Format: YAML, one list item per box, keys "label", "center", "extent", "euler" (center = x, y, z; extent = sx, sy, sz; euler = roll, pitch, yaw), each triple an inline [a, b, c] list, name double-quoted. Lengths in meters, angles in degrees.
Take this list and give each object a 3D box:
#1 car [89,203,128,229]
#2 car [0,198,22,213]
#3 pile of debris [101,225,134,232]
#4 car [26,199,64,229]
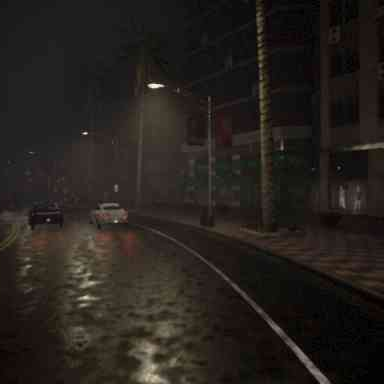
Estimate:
- label: "car"
  center: [-5.309, 1.435, 20.982]
  extent: [1.812, 1.442, 4.674]
  euler: [-1, 0, -25]
- label: "car"
  center: [-19.666, 1.393, 35.678]
  extent: [1.882, 1.535, 5.008]
  euler: [-1, 1, -38]
- label: "pile of debris"
  center: [-4.337, 2.094, 19.295]
  extent: [1.500, 0.140, 1.860]
  euler: [0, 0, -24]
- label: "car"
  center: [-9.405, 1.427, 21.304]
  extent: [2.128, 1.511, 4.902]
  euler: [0, 0, -28]
